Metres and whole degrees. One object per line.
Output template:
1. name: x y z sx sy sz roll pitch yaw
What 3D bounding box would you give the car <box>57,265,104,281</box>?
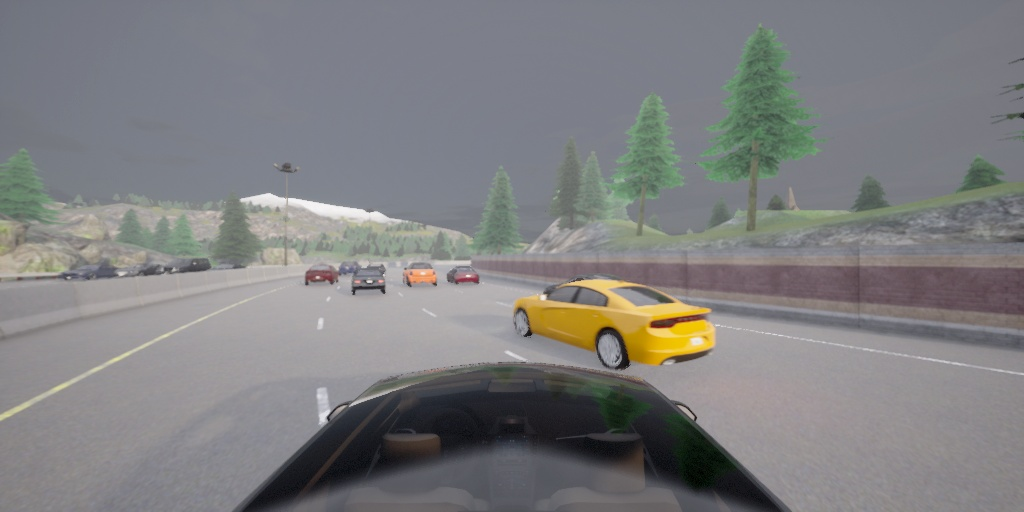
1. car: -38.474 1.498 33.155 2.033 1.411 5.357 0 0 -15

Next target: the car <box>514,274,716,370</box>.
1. car: 1.847 1.281 8.116 1.882 1.535 5.008 0 0 -30

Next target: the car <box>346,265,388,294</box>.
1. car: -8.641 1.438 21.606 2.033 1.411 5.357 0 -1 -23

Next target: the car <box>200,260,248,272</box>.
1. car: -28.317 1.481 35.816 1.882 1.535 5.008 0 0 -15

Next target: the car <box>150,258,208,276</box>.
1. car: -31.693 1.198 34.896 2.150 2.045 5.566 0 0 -15

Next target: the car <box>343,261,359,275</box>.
1. car: -18.706 1.383 41.678 2.097 1.767 4.553 0 0 -14

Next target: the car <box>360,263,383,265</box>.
1. car: -13.702 1.489 36.251 2.128 1.511 4.902 0 0 -17

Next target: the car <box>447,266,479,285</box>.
1. car: -4.045 1.523 29.204 1.994 1.385 4.181 0 0 -20

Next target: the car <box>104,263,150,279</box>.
1. car: -35.088 1.447 34.039 2.128 1.511 4.902 0 0 -15

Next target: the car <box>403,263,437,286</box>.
1. car: -7.046 1.290 27.269 2.097 1.767 4.553 0 0 -21

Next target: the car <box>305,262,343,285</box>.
1. car: -14.736 1.408 28.019 1.882 1.535 5.008 0 -1 -19

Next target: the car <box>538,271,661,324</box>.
1. car: 2.980 1.372 13.358 1.812 1.442 4.674 0 -1 -28
